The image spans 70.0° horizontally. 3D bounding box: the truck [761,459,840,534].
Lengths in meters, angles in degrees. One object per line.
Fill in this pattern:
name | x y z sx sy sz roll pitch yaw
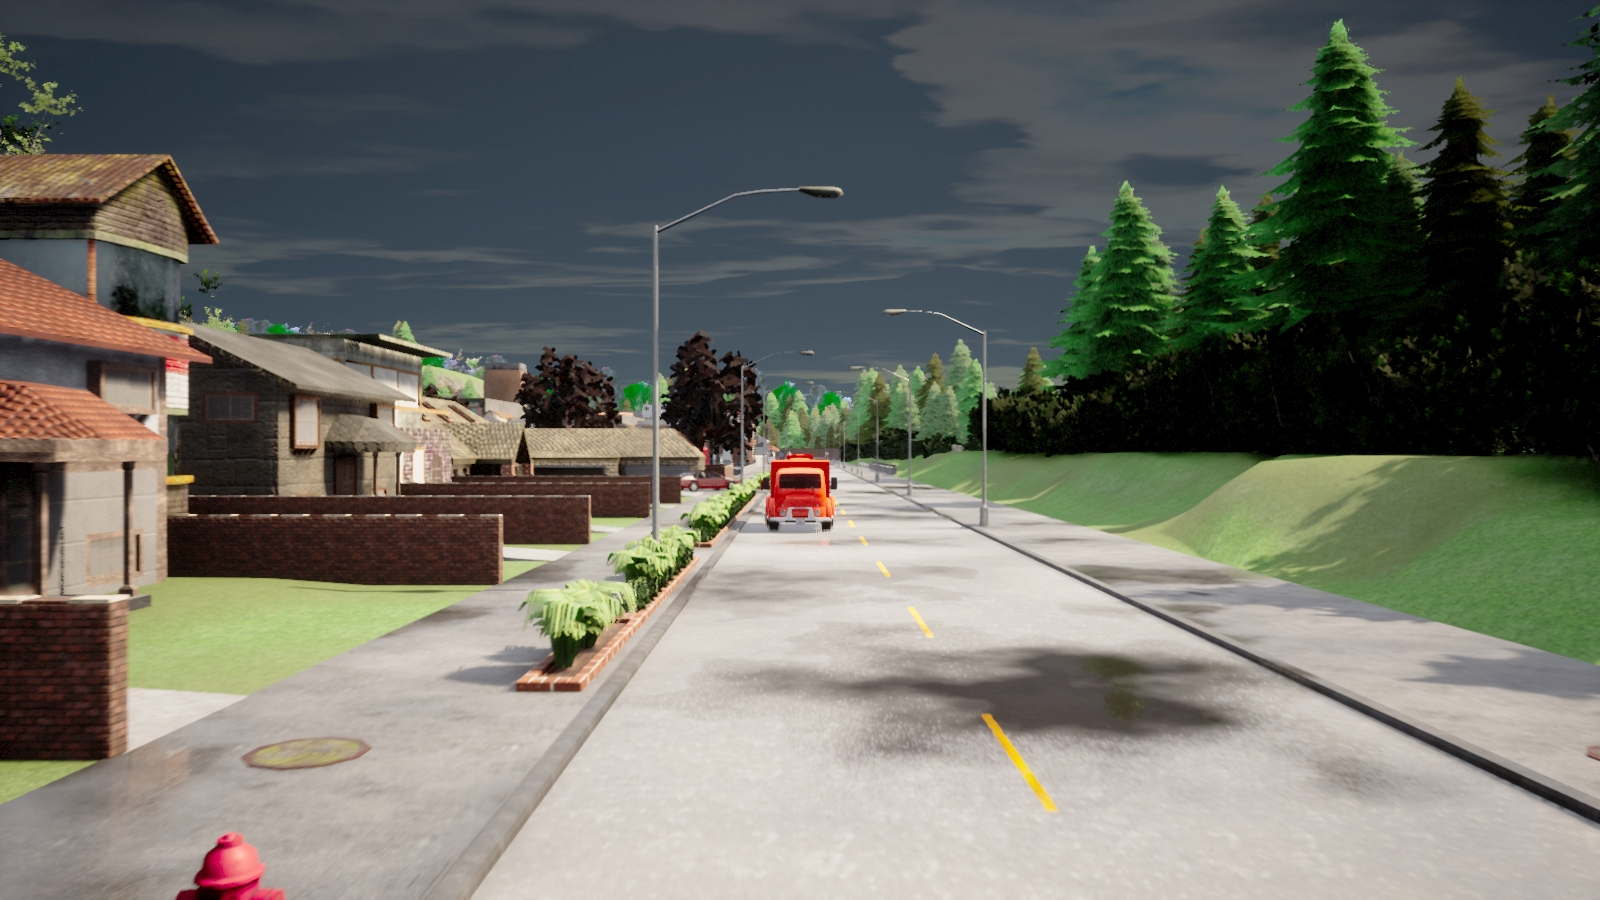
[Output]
truck | 0.002 1.568 40.699 2.627 2.467 5.204 0 0 0
